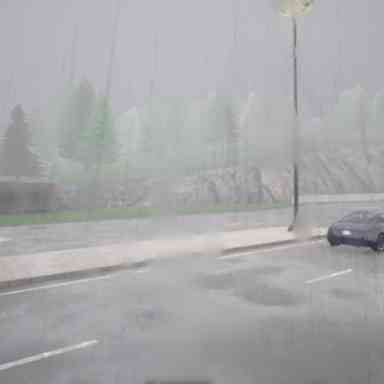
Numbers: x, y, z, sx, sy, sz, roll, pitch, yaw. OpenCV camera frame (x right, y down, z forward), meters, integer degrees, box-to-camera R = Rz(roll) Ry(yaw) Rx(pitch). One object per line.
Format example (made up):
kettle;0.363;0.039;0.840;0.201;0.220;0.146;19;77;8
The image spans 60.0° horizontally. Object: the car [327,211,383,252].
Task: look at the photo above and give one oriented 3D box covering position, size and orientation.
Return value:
car;7.304;1.446;13.377;4.181;1.385;1.994;-1;0;-36
